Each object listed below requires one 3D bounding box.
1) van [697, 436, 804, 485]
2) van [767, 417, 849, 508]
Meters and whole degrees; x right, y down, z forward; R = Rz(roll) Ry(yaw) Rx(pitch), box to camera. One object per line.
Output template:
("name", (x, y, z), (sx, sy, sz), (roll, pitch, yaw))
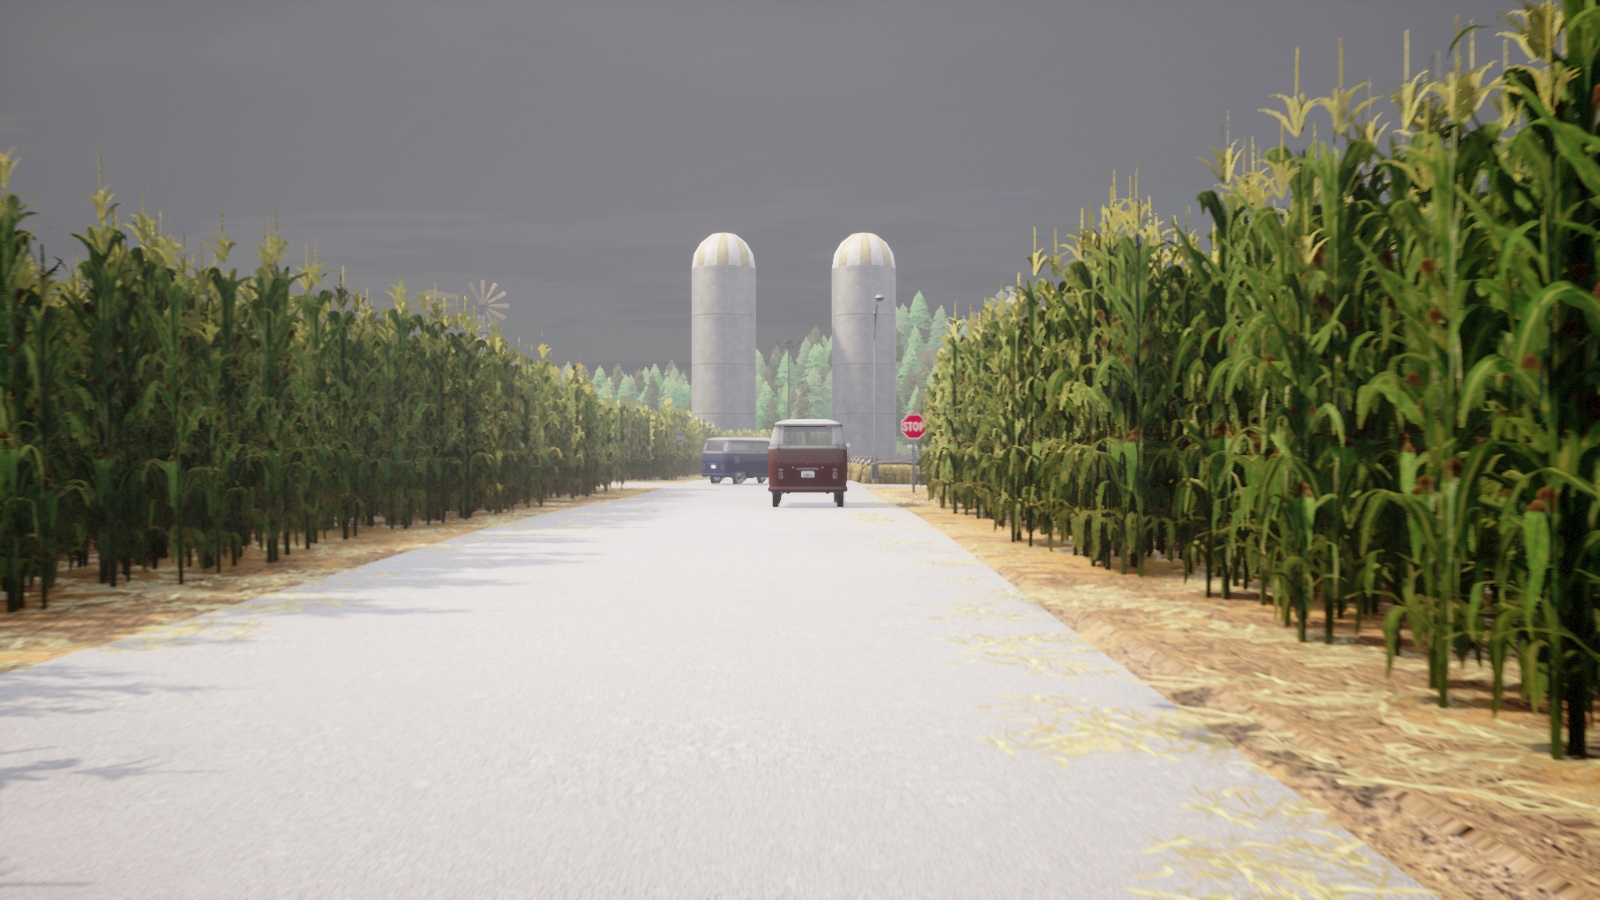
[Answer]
("van", (-2.041, 0.450, 53.147), (4.442, 1.987, 1.775), (1, 0, -44))
("van", (0.183, 0.302, 29.615), (1.775, 1.987, 4.442), (0, -1, 0))
